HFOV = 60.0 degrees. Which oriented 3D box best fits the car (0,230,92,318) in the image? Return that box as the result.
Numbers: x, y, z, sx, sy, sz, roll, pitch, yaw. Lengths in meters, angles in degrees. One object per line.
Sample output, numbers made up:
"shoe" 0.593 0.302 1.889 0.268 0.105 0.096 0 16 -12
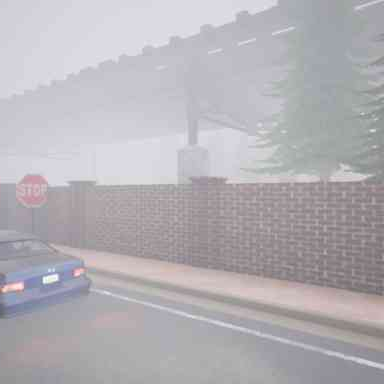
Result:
"car" -4.481 1.546 7.197 5.357 1.411 2.033 0 0 36
